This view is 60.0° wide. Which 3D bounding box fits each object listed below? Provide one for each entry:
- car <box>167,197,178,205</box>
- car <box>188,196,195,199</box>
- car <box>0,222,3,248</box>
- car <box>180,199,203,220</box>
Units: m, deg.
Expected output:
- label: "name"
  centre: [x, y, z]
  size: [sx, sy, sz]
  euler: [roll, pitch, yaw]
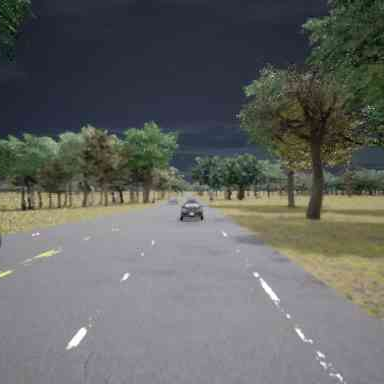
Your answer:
- label: "car"
  centre: [-3.519, 1.644, 61.923]
  size: [1.812, 1.442, 4.674]
  euler: [0, 0, 0]
- label: "car"
  centre: [-0.018, 1.740, 65.162]
  size: [2.033, 1.411, 5.357]
  euler: [0, 0, 0]
- label: "car"
  centre: [-6.989, 1.220, 8.118]
  size: [2.150, 2.045, 5.566]
  euler: [0, 0, 0]
- label: "car"
  centre: [-0.007, 1.548, 28.369]
  size: [1.812, 1.442, 4.674]
  euler: [0, 0, 0]
